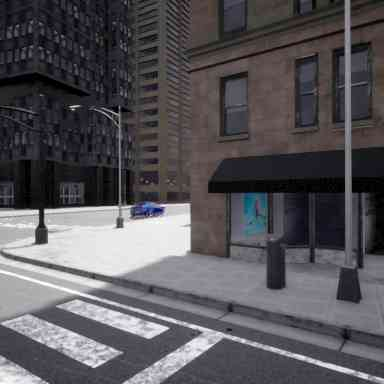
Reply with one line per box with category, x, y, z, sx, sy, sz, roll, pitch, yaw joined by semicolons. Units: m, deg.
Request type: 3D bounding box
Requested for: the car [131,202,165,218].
car;-4.339;1.750;33.616;1.882;1.535;5.008;0;-1;20
